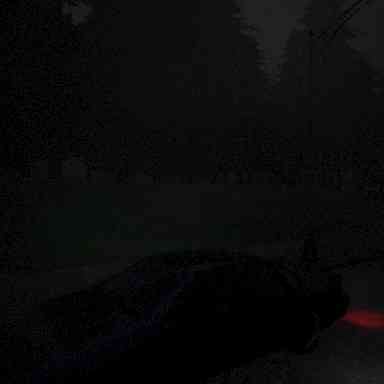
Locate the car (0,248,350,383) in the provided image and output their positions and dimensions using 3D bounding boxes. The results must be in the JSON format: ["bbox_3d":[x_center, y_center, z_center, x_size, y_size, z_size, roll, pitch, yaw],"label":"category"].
[{"bbox_3d":[0.032,1.570,4.628,5.357,1.411,2.033,1,0,-36],"label":"car"}]
